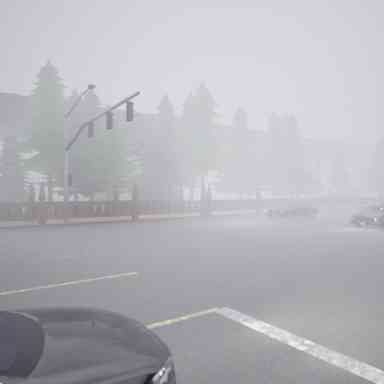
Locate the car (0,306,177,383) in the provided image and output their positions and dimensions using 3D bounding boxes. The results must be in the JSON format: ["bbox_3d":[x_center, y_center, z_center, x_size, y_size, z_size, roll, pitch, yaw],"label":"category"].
[{"bbox_3d":[-2.354,1.492,2.088,4.902,1.511,2.128,0,0,-35],"label":"car"}]

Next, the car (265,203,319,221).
[{"bbox_3d":[8.150,1.565,27.067,4.718,1.301,1.895,0,0,-36],"label":"car"}]

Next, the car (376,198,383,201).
[{"bbox_3d":[21.150,1.437,36.383,4.892,1.490,1.837,0,0,-36],"label":"car"}]

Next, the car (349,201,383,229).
[{"bbox_3d":[12.395,1.509,21.497,5.357,1.411,2.033,0,0,-36],"label":"car"}]
